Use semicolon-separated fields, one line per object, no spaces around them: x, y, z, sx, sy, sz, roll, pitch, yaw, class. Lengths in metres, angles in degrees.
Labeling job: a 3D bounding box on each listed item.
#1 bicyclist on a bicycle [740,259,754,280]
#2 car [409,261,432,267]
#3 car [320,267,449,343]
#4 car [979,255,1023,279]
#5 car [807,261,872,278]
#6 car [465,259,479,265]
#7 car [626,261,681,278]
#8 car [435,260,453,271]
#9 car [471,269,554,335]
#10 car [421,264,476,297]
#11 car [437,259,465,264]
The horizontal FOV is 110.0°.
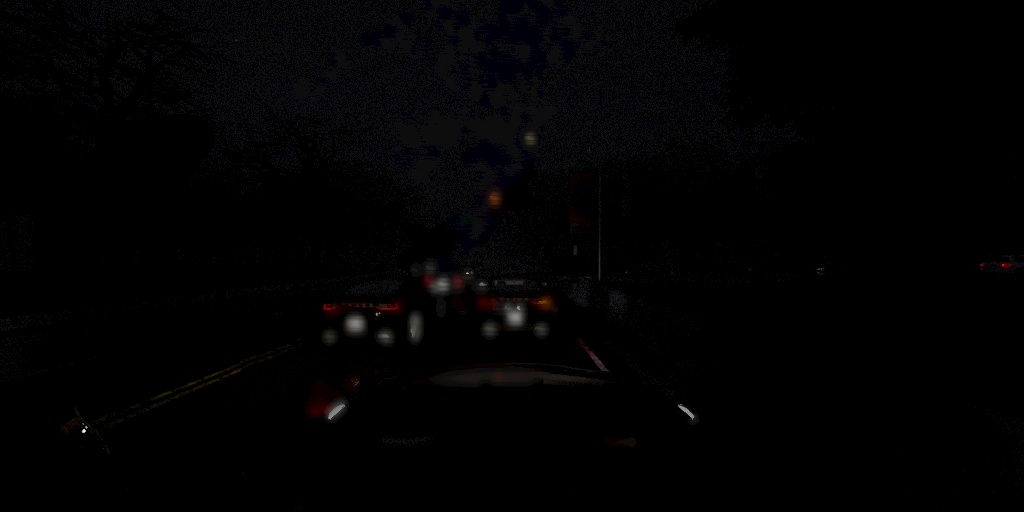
18.086;1.039;27.588;0.582;1.620;1.656;0;0;0;bicyclist on a bicycle
-9.909;1.261;39.205;2.128;1.511;4.902;0;0;0;car
-3.169;1.229;9.744;1.882;1.535;5.008;0;0;0;car
43.540;0.940;30.554;5.566;2.045;2.150;0;0;0;car
30.458;1.200;33.449;5.008;1.535;1.882;0;0;0;car
-6.677;1.311;56.110;1.812;1.442;4.674;0;0;0;car
13.132;1.230;33.446;4.902;1.511;2.128;0;0;0;car
-9.931;1.309;52.716;1.812;1.442;4.674;0;0;0;car
0.080;1.229;10.492;1.882;1.535;5.008;0;0;0;car
-3.200;1.319;18.682;1.994;1.385;4.181;0;0;0;car
-6.659;1.274;39.144;1.837;1.490;4.892;0;0;0;car
